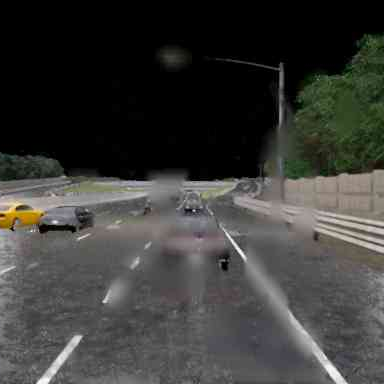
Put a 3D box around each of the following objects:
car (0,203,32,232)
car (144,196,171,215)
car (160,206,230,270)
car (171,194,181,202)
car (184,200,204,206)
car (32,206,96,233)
[{"bbox_3d":[-10.359,1.367,19.305,1.882,1.535,5.008,0,0,0],"label":"car"},{"bbox_3d":[-3.394,1.307,31.697,1.837,1.490,4.892,0,0,0],"label":"car"},{"bbox_3d":[0.114,1.443,10.815,2.128,1.511,4.902,0,0,0],"label":"car"},{"bbox_3d":[-3.194,1.075,64.177,1.837,1.490,4.892,0,0,0],"label":"car"},{"bbox_3d":[0.210,1.397,32.322,1.895,1.301,4.718,0,0,0],"label":"car"},{"bbox_3d":[-6.862,1.458,18.687,1.994,1.385,4.181,0,0,0],"label":"car"}]
